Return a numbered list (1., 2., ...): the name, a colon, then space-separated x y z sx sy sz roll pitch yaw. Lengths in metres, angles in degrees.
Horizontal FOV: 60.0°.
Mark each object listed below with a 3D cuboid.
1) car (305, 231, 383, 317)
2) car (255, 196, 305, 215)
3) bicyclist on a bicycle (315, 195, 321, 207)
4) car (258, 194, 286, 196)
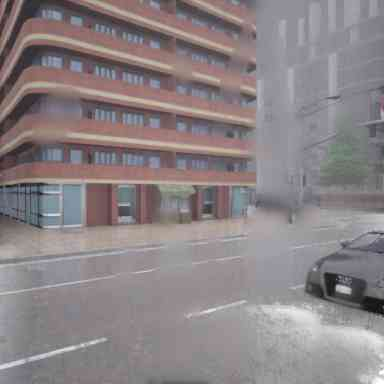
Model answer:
1. car: 4.328 1.564 7.132 4.181 1.385 1.994 0 0 -36
2. car: 8.880 1.491 32.967 2.128 1.511 4.902 0 0 -36
3. bicyclist on a bicycle: 17.810 1.301 46.968 1.656 1.620 0.582 0 0 -36
4. car: 9.703 1.222 37.764 2.150 2.045 5.566 0 0 -36
